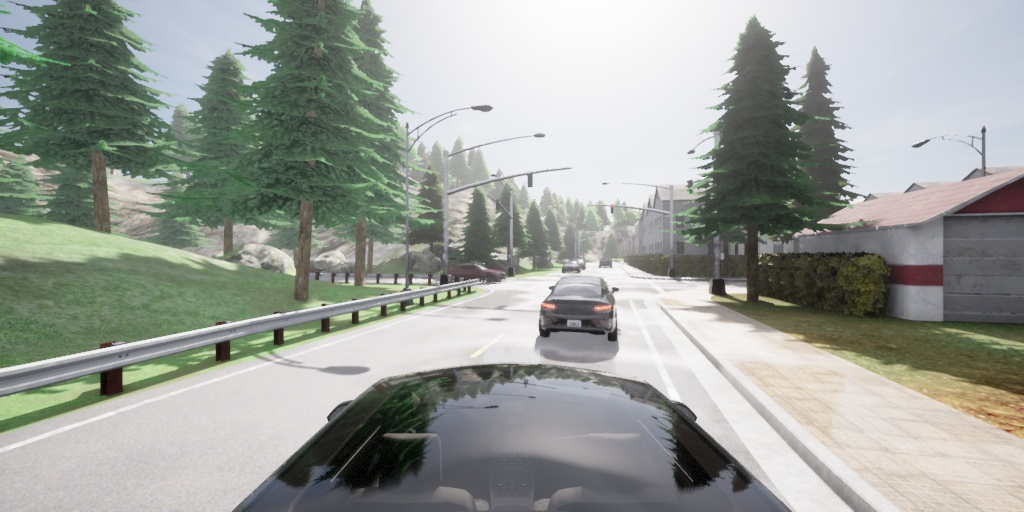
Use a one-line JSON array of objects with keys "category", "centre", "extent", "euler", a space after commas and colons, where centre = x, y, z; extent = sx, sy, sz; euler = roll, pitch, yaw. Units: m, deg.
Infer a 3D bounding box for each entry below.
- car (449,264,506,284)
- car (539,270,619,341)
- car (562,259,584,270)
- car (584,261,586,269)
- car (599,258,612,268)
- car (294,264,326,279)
[{"category": "car", "centre": [-2.756, 1.283, 26.582], "extent": [4.674, 1.442, 1.812], "euler": [0, 0, 15]}, {"category": "car", "centre": [1.922, 1.275, 9.878], "extent": [1.812, 1.442, 4.674], "euler": [0, 0, 15]}, {"category": "car", "centre": [7.197, 1.309, 43.169], "extent": [1.994, 1.385, 4.181], "euler": [0, 0, 15]}, {"category": "car", "centre": [9.867, 1.235, 52.863], "extent": [2.128, 1.511, 4.902], "euler": [0, 0, 15]}, {"category": "car", "centre": [16.323, 1.094, 62.465], "extent": [2.097, 1.767, 4.553], "euler": [0, 0, 15]}, {"category": "car", "centre": [-18.364, 1.363, 30.766], "extent": [4.718, 1.301, 1.895], "euler": [0, 0, 15]}]
